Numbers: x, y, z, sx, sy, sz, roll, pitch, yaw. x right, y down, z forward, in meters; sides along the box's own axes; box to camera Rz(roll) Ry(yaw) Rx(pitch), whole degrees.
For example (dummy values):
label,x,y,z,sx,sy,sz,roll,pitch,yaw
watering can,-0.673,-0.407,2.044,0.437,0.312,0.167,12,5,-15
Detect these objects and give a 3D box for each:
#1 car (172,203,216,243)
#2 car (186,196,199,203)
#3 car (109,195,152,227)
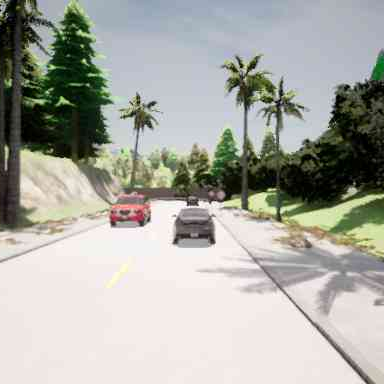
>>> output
label,x,y,z,sx,sy,sz,roll,pitch,yaw
car,0.094,1.496,15.992,1.837,1.490,4.892,0,0,0
car,0.082,1.444,53.513,1.882,1.535,5.008,0,0,0
car,-4.095,1.208,23.018,2.150,2.045,5.566,0,0,0
